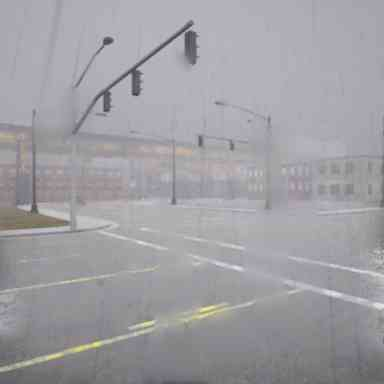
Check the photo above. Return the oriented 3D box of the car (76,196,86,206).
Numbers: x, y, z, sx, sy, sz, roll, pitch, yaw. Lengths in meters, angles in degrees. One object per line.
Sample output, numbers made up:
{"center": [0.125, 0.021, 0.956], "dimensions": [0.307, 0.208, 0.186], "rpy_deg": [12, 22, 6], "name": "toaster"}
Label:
{"center": [-17.954, 1.457, 52.824], "dimensions": [1.837, 1.490, 4.892], "rpy_deg": [-2, 1, -20], "name": "car"}
